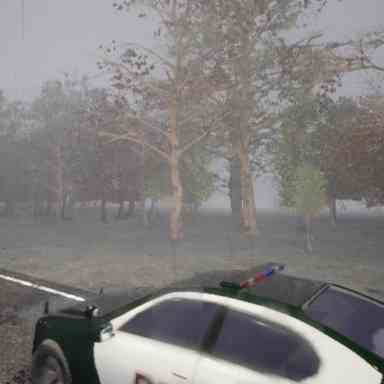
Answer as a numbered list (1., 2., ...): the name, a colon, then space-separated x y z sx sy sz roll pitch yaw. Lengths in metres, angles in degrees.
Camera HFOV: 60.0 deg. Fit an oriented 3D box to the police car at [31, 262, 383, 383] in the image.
1. police car: 0.285 1.547 3.371 4.974 1.542 2.038 -1 -1 36
